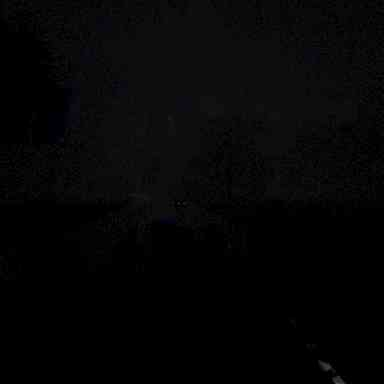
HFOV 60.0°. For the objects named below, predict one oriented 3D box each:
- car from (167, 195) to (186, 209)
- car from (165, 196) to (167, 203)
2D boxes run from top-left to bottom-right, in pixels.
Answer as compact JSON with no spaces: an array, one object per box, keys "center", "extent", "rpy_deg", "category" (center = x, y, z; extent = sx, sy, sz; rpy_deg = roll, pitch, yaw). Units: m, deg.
[{"center":[-1.743,1.334,40.985],"extent":[2.033,1.411,5.357],"rpy_deg":[0,0,-5],"category":"car"},{"center":[-3.742,1.176,59.192],"extent":[2.033,1.411,5.357],"rpy_deg":[0,1,-7],"category":"car"}]
